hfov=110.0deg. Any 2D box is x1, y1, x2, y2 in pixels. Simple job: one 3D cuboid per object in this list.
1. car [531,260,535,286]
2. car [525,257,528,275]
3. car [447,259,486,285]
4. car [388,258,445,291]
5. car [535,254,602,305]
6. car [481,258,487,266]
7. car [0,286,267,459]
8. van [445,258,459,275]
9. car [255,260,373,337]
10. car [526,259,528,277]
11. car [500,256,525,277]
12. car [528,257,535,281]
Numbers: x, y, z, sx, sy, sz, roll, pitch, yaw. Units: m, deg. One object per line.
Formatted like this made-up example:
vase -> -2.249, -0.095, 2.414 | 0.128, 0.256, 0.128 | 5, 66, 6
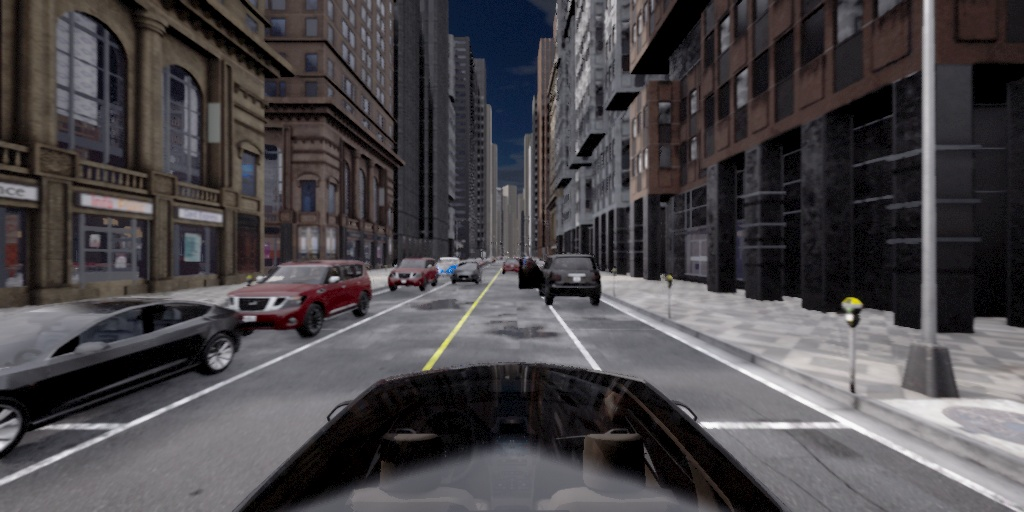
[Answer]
car -> 2.754, 1.251, 27.214 | 2.007, 1.370, 4.403 | 0, 0, 0
car -> 2.748, 0.988, 44.021 | 2.192, 1.841, 5.009 | 0, 0, 0
car -> -3.106, 1.207, 25.534 | 1.837, 1.490, 4.892 | 0, 0, 0
car -> -5.769, 1.025, 21.597 | 2.192, 1.841, 5.009 | 0, 0, 0
car -> 2.389, 0.942, 15.889 | 2.150, 2.045, 5.566 | 0, 0, 0
car -> -5.783, 1.090, 60.809 | 1.967, 1.591, 4.097 | 0, 0, 0
car -> -5.764, 1.309, 4.792 | 1.948, 1.339, 4.313 | 0, 0, 0
van -> -5.773, 1.031, 32.800 | 1.690, 1.789, 3.998 | 0, 0, 0
car -> -5.766, 1.046, 10.394 | 2.192, 1.841, 5.009 | 0, 0, 0
car -> 2.750, 1.264, 38.419 | 1.802, 1.307, 4.207 | 0, 0, 0
car -> 0.027, 1.032, 39.700 | 2.097, 1.767, 4.553 | 0, 0, 0
car -> 2.752, 1.131, 32.817 | 1.967, 1.591, 4.097 | 0, 0, 0
